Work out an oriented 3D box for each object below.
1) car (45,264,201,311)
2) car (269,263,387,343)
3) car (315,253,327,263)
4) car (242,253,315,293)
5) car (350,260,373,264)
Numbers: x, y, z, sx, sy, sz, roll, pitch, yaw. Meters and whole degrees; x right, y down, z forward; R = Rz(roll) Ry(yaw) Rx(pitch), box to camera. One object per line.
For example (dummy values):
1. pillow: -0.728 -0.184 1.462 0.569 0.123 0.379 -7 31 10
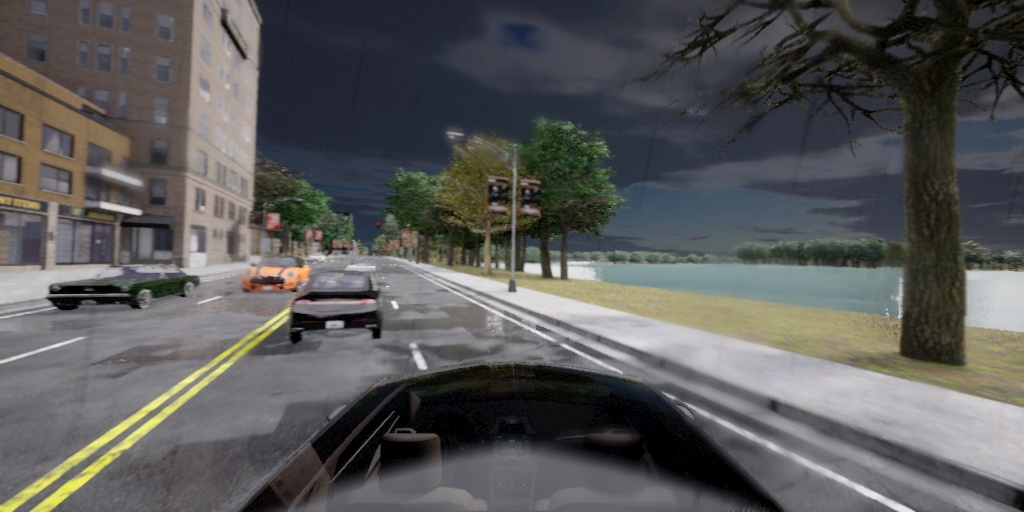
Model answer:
1. car: -12.643 0.964 12.098 1.895 1.301 4.718 2 0 -21
2. car: -4.357 1.112 9.312 2.128 1.511 4.902 2 0 -21
3. car: -27.918 0.251 51.423 1.812 1.442 4.674 2 0 -21
4. car: -11.207 0.754 17.364 2.097 1.767 4.553 2 0 -21
5. car: -11.823 0.964 28.380 1.895 1.301 4.718 2 0 -21
